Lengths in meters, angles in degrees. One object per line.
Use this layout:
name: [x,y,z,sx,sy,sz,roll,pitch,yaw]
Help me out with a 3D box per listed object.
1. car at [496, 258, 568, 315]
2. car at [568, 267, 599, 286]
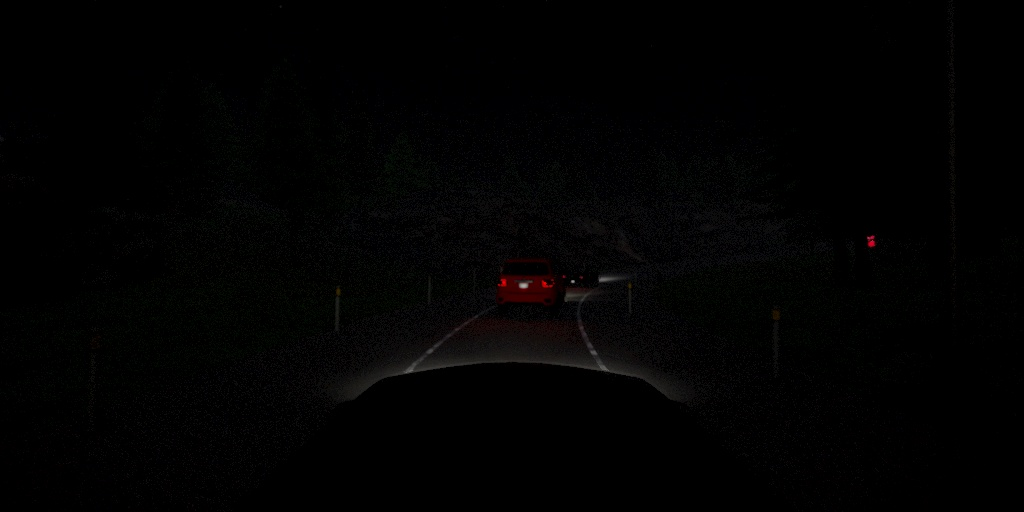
car: [0.918,1.090,14.502,2.150,2.045,5.566,0,0,11]
car: [5.306,1.522,27.459,1.895,1.301,4.718,0,0,26]
